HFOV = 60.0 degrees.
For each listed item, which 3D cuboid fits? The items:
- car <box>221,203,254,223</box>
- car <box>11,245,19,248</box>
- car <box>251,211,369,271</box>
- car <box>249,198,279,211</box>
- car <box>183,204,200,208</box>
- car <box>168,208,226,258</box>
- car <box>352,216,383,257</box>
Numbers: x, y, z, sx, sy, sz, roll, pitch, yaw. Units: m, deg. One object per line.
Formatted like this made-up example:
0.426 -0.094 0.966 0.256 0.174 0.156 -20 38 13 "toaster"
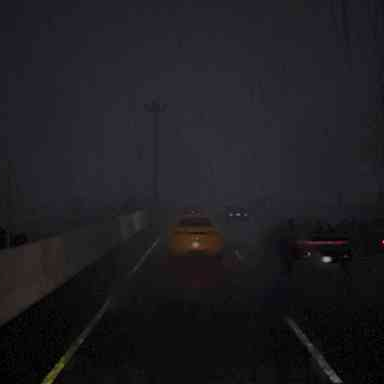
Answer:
3.625 1.859 28.698 2.033 1.411 5.357 0 -1 0 "car"
-7.087 1.708 10.222 1.895 1.301 4.718 0 -1 0 "car"
3.611 1.617 11.336 2.128 1.511 4.902 0 -1 0 "car"
7.044 1.583 33.251 2.150 2.045 5.566 0 -1 -2 "car"
-0.028 1.938 34.694 1.994 1.385 4.181 0 -1 -2 "car"
0.116 1.624 13.514 1.882 1.535 5.008 0 -1 0 "car"
7.118 1.698 13.540 2.033 1.411 5.357 0 -1 0 "car"
